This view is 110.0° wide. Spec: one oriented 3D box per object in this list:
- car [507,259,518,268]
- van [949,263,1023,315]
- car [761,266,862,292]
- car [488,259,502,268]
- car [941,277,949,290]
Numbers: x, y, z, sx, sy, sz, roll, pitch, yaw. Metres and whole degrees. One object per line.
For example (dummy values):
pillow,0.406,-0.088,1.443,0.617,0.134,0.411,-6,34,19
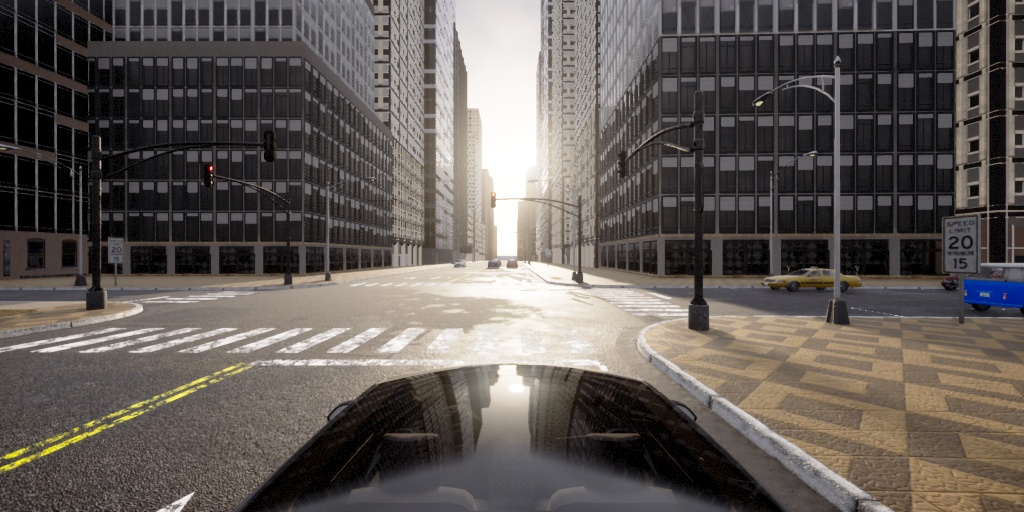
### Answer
car,0.045,1.425,63.647,1.994,1.385,4.181,0,0,0
van,18.366,1.119,12.462,3.998,1.789,1.690,0,0,2
car,17.101,1.293,20.635,4.829,1.417,1.751,0,0,2
car,-3.206,1.335,62.817,1.882,1.535,5.008,0,0,0
car,26.935,1.356,20.143,4.207,1.307,1.802,0,0,2
